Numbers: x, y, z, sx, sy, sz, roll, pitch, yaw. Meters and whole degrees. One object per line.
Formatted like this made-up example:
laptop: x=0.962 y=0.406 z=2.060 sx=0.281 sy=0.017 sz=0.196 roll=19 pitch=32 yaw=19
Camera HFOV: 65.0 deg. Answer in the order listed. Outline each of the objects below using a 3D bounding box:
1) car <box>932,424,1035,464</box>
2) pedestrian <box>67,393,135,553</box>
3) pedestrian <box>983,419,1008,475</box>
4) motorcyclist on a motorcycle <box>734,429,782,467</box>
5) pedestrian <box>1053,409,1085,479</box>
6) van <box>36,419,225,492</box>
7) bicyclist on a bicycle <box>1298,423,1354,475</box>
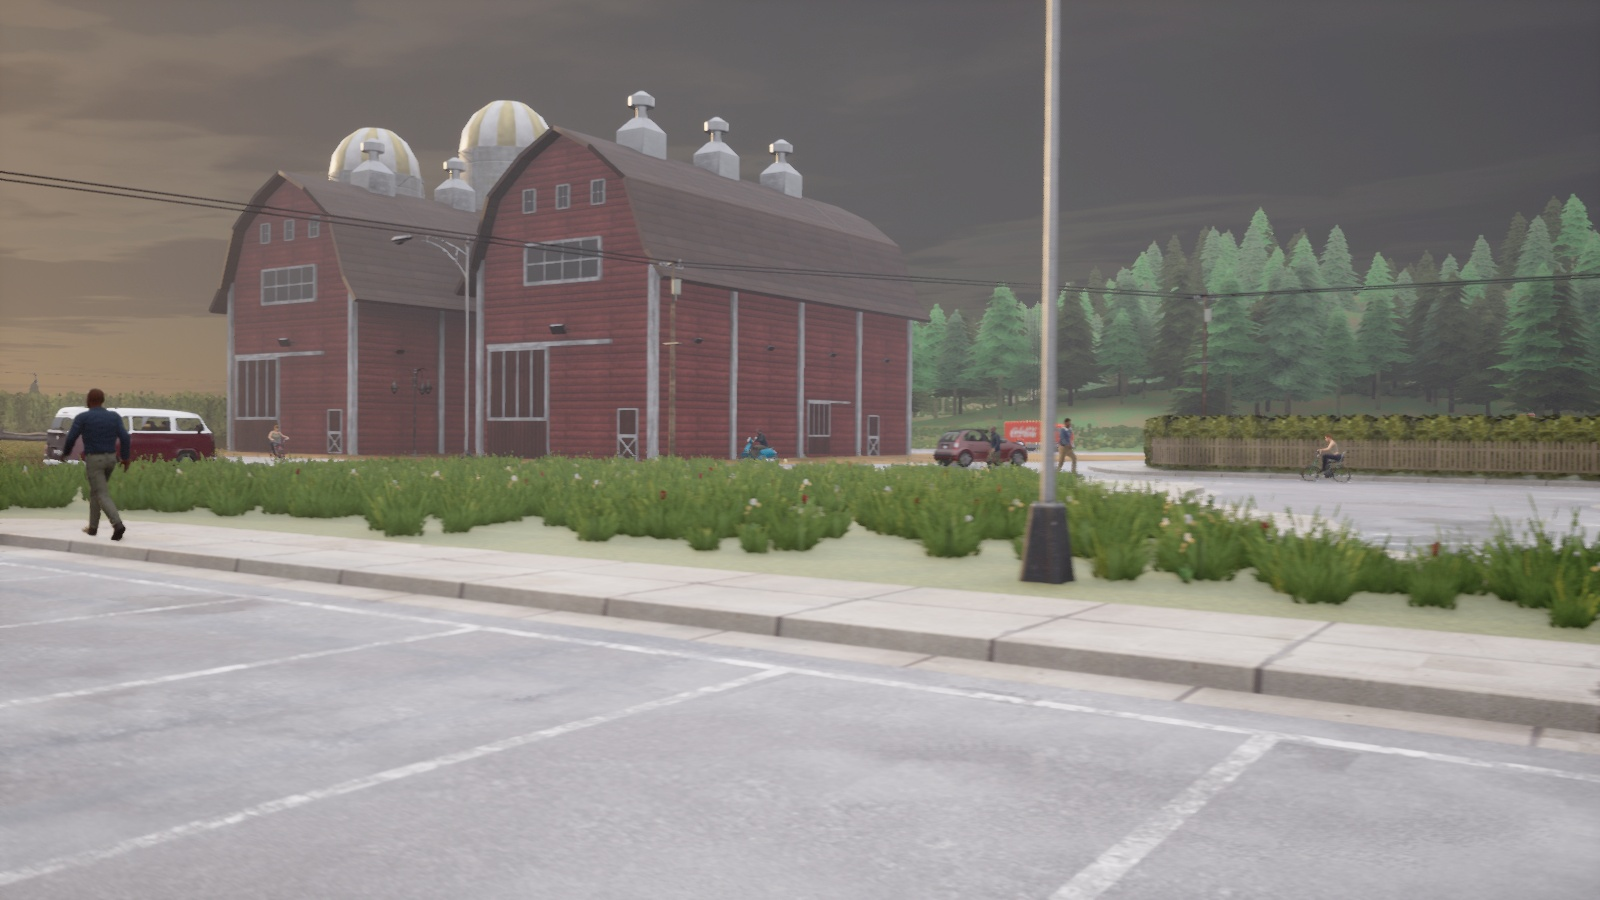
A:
car: x=7.833 y=-0.274 z=53.597 sx=3.988 sy=1.617 sz=1.851 roll=-1 pitch=1 yaw=-27
pedestrian: x=-8.207 y=0.260 z=14.748 sx=0.726 sy=1.835 sz=0.370 roll=0 pitch=1 yaw=33
pedestrian: x=6.514 y=-0.113 z=41.936 sx=0.726 sy=1.842 sz=0.402 roll=-1 pitch=1 yaw=-33
motorcyclist on a motorcycle: x=-1.767 y=-0.091 z=52.988 sx=1.817 sy=1.590 sz=0.866 roll=-1 pitch=1 yaw=-23
pedestrian: x=7.624 y=-0.168 z=35.609 sx=0.423 sy=1.949 sz=0.788 roll=-1 pitch=1 yaw=-38
van: x=-19.832 y=0.125 z=37.391 sx=2.069 sy=2.038 sz=4.480 roll=0 pitch=1 yaw=34
bicyclist on a bicycle: x=16.933 y=-0.037 z=40.419 sx=1.509 sy=1.612 sz=0.866 roll=0 pitch=1 yaw=35
